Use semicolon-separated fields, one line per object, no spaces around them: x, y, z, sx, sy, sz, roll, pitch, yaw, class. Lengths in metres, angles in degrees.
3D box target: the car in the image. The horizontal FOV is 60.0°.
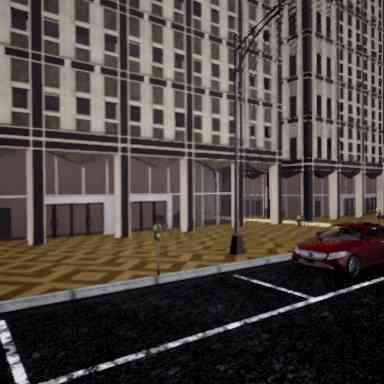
4.829;1.580;10.009;4.206;1.307;1.802;0;-1;-35;car
